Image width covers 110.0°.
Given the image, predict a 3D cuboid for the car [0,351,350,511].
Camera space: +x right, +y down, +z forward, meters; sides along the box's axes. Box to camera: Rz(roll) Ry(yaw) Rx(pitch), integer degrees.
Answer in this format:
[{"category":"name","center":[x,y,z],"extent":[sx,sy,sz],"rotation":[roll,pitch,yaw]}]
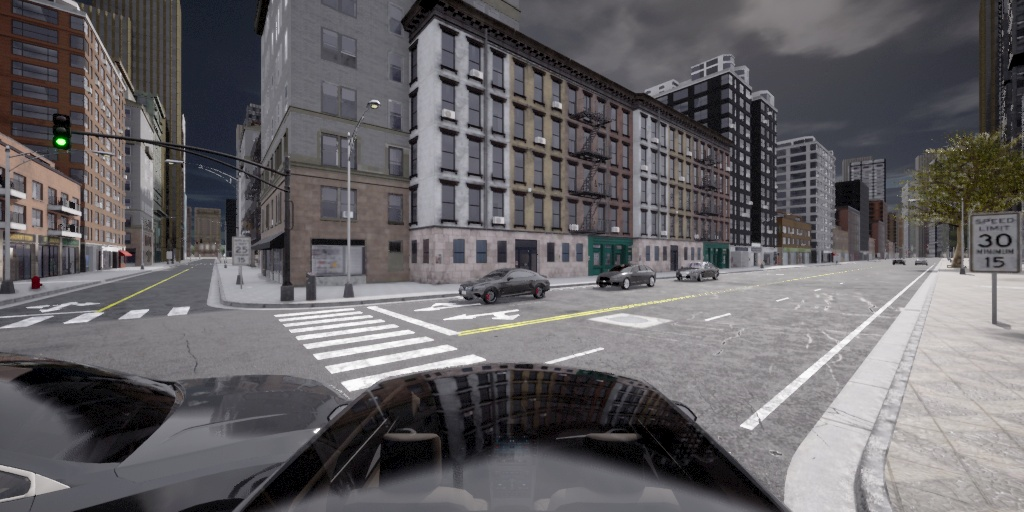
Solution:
[{"category":"car","center":[-3.242,1.257,1.617],"extent":[4.892,1.490,1.837],"rotation":[0,0,-35]}]

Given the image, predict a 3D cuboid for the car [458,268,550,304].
[{"category":"car","center":[-0.237,1.285,16.625],"extent":[4.674,1.442,1.812],"rotation":[0,0,-40]}]

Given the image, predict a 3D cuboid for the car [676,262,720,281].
[{"category":"car","center":[15.311,1.233,29.507],"extent":[4.902,1.511,2.128],"rotation":[0,0,-40]}]

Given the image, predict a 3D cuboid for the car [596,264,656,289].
[{"category":"car","center":[7.379,1.256,22.941],"extent":[4.892,1.490,1.837],"rotation":[0,0,-40]}]
